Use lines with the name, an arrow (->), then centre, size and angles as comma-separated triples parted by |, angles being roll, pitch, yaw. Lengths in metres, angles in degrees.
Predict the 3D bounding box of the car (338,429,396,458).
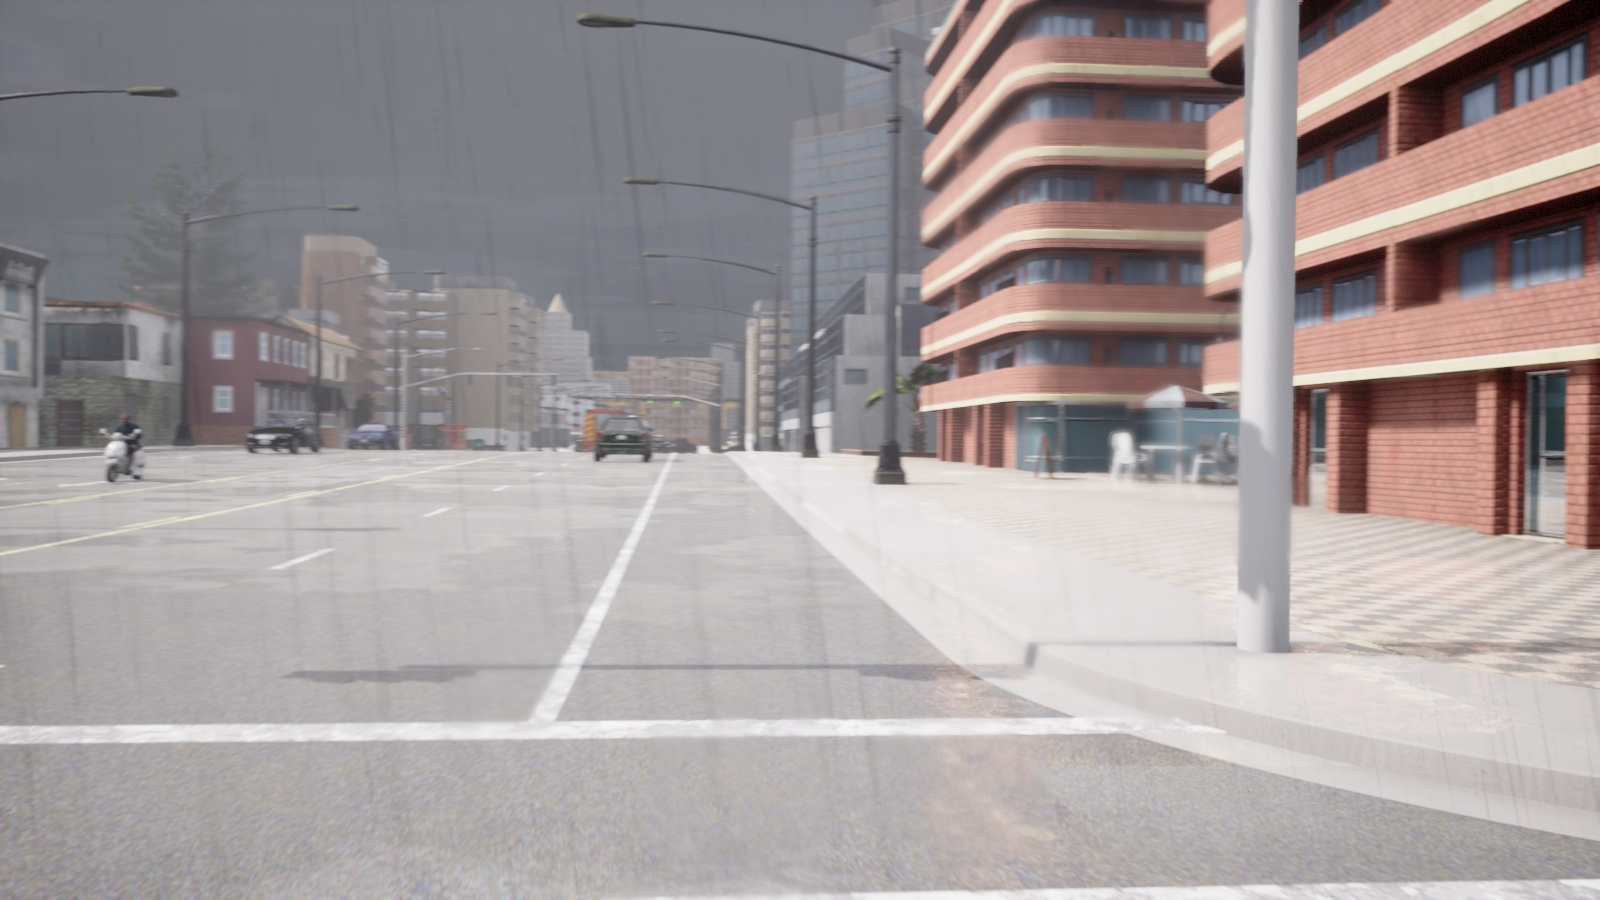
car -> -22.693, -0.309, 65.969 | 1.812, 1.442, 4.674 | 0, 0, -5

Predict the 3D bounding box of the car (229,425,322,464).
car -> -21.319, -0.271, 51.240 | 2.128, 1.511, 4.902 | 0, 1, -5

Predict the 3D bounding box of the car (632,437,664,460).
car -> -10.893, -0.076, 90.210 | 2.128, 1.511, 4.902 | 0, -1, -5

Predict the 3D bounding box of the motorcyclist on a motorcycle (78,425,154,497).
motorcyclist on a motorcycle -> -15.717, 0.234, 28.905 | 0.866, 1.590, 1.817 | -1, 1, -5

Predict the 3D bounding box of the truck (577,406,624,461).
truck -> -14.644, -1.139, 92.687 | 2.891, 3.827, 8.468 | 0, -1, -5

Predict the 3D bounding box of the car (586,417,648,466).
car -> -6.993, -0.371, 48.399 | 2.097, 1.767, 4.553 | 0, 1, -5
